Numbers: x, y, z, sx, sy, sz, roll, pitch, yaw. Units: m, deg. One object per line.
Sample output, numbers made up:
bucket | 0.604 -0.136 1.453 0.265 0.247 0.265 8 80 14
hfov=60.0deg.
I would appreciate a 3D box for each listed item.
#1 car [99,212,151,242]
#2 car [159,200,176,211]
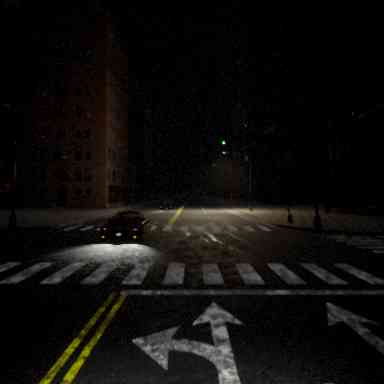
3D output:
car | -3.247 1.703 16.772 1.994 1.385 4.181 0 0 0
car | -3.258 1.818 44.903 1.837 1.490 4.892 0 1 0
